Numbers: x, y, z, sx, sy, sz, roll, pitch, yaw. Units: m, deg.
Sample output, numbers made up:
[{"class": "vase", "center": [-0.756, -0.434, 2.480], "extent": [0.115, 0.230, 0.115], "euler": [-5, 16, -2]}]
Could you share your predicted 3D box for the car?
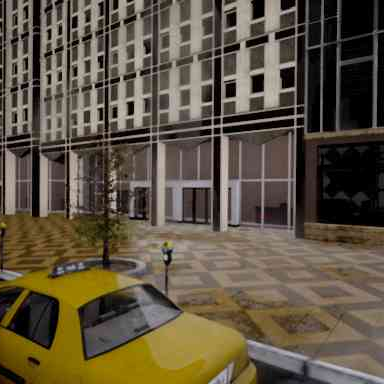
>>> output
[{"class": "car", "center": [-1.654, 1.523, 4.076], "extent": [4.829, 1.417, 1.752], "euler": [0, 1, 36]}]
